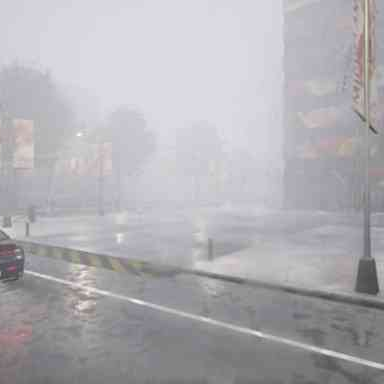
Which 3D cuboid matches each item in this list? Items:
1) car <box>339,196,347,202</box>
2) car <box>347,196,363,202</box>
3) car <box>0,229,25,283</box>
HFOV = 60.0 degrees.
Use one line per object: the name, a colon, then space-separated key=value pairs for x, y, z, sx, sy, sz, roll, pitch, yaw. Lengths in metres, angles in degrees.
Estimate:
car: x=23.289 y=1.423 z=50.241 sx=2.161 sy=1.482 sz=4.786 roll=0 pitch=0 yaw=36
car: x=19.498 y=1.326 z=37.938 sx=2.002 sy=1.452 sz=4.674 roll=0 pitch=0 yaw=36
car: x=-6.155 y=1.515 z=8.482 sx=4.892 sy=1.490 sz=1.837 roll=0 pitch=0 yaw=36
